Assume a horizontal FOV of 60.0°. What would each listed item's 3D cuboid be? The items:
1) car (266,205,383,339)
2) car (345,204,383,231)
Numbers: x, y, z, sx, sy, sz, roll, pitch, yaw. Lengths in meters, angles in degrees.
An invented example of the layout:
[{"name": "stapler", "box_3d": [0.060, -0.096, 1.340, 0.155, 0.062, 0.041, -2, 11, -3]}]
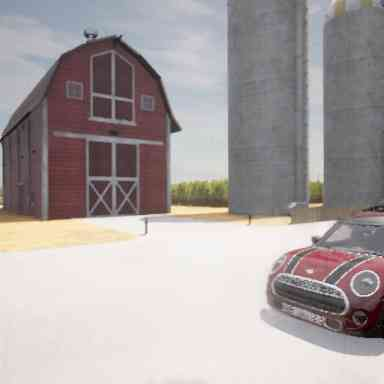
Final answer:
[{"name": "car", "box_3d": [3.568, 1.313, 6.536, 4.553, 1.767, 2.097, 0, 0, -35]}, {"name": "car", "box_3d": [11.138, 1.433, 18.641, 1.994, 1.381, 4.181, 0, 0, -36]}]
